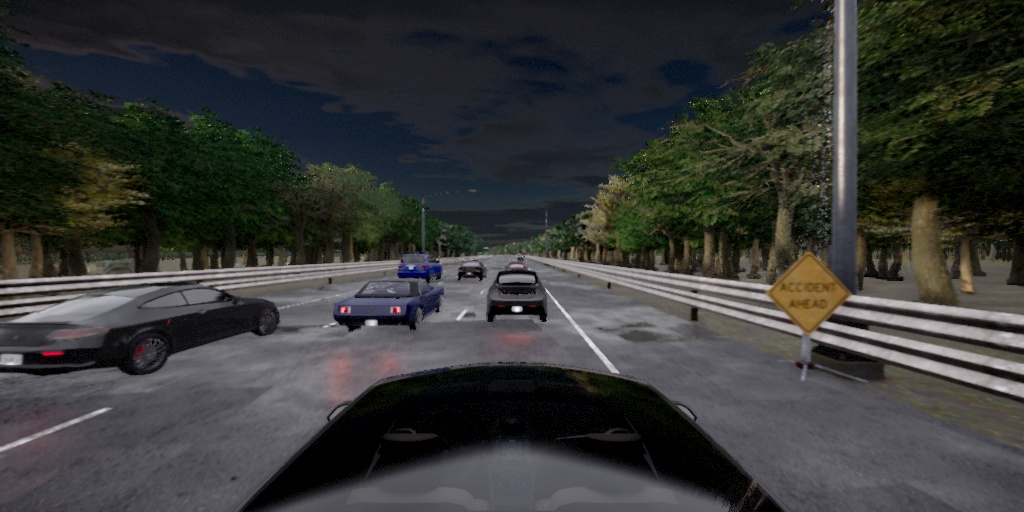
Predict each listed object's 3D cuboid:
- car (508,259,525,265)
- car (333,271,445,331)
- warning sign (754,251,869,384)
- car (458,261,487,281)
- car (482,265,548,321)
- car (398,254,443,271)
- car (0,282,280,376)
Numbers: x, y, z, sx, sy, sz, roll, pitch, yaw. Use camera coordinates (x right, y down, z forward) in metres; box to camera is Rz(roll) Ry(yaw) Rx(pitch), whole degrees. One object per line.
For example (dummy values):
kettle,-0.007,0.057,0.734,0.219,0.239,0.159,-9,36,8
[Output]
car,0.352,1.179,28.415,1.812,1.442,4.674,0,0,1
car,-3.347,1.320,10.857,1.895,1.301,4.718,0,0,1
warning sign,4.560,0.858,5.567,1.300,1.860,1.060,0,0,0
car,-3.140,1.126,28.986,1.882,1.535,5.008,0,0,1
car,0.174,1.221,12.404,1.837,1.490,4.892,0,0,1
car,-6.674,0.876,26.506,2.150,2.045,5.566,0,0,1
car,-6.900,1.253,7.268,1.812,1.442,4.674,0,0,1
